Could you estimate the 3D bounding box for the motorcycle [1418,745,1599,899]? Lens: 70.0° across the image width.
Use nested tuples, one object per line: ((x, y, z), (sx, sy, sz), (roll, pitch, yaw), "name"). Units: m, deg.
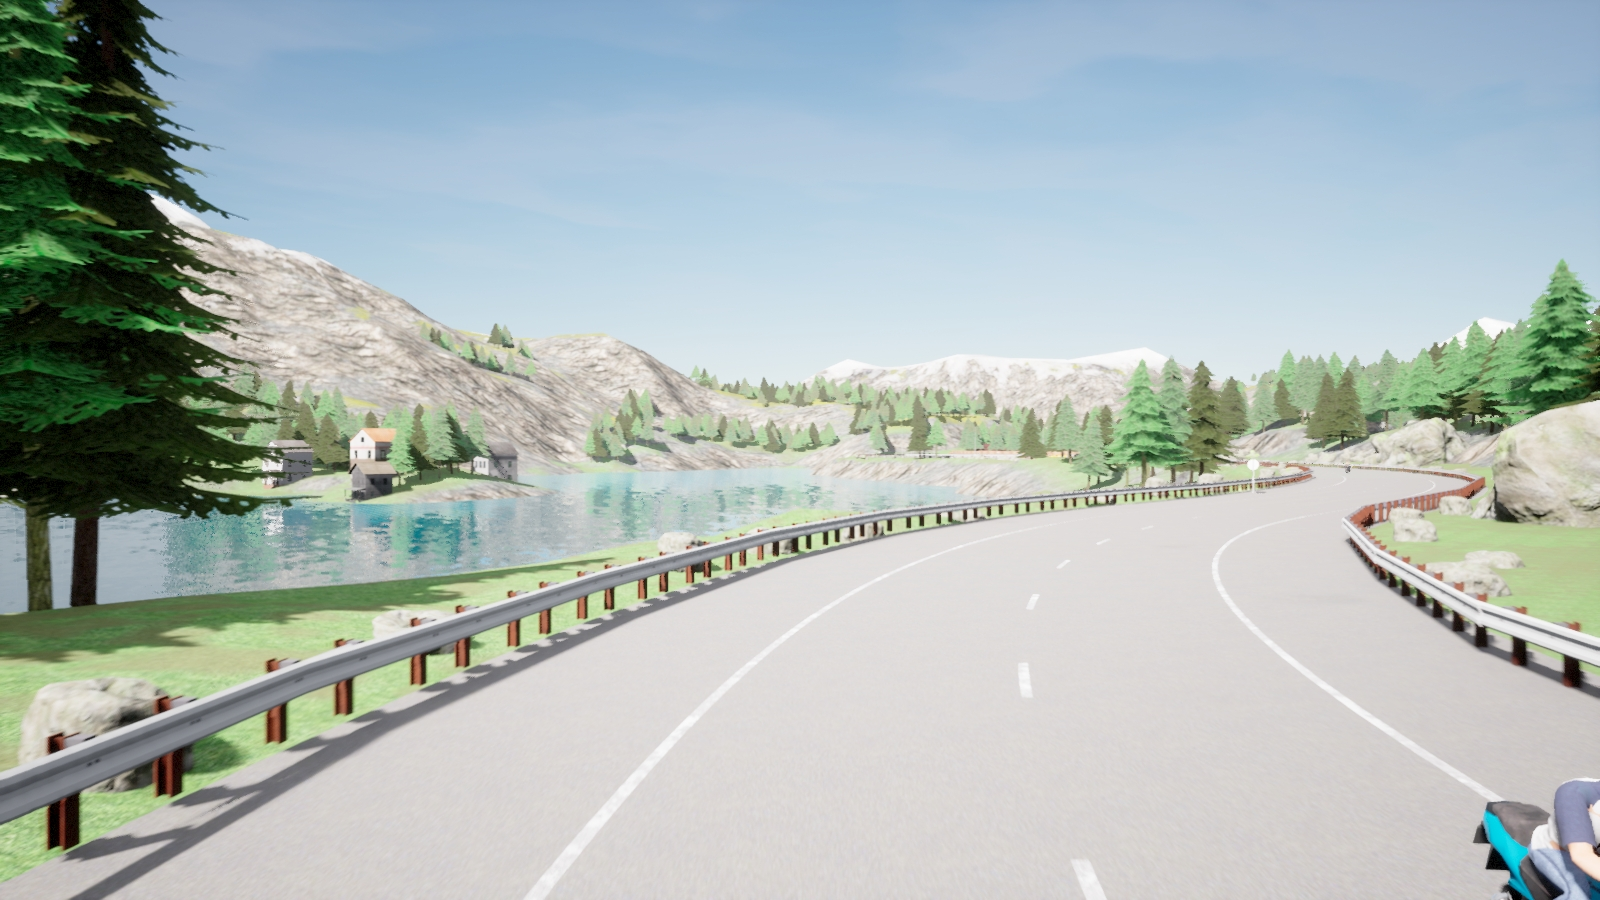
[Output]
((3.616, 2.177, 5.034), (0.803, 1.217, 2.033), (0, 0, 4), "motorcycle")
